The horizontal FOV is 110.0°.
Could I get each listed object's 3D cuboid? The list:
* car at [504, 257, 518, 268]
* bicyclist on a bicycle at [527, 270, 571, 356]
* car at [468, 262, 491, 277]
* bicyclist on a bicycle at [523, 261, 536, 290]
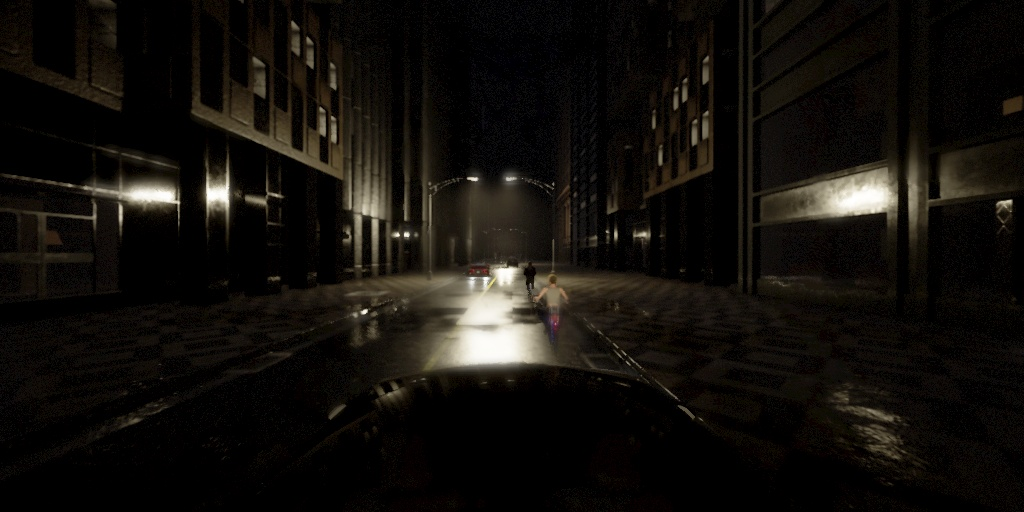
[{"bbox_3d":[0.106,1.185,61.272,1.882,1.535,5.008,0,0,0],"label":"car"},{"bbox_3d":[0.856,1.184,7.636,0.866,1.612,1.509,0,0,0],"label":"bicyclist on a bicycle"},{"bbox_3d":[-3.094,1.296,34.715,1.994,1.385,4.181,0,0,0],"label":"car"},{"bbox_3d":[0.829,1.114,16.506,0.659,1.776,1.843,0,0,0],"label":"bicyclist on a bicycle"}]
